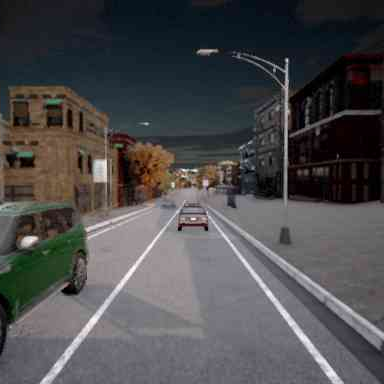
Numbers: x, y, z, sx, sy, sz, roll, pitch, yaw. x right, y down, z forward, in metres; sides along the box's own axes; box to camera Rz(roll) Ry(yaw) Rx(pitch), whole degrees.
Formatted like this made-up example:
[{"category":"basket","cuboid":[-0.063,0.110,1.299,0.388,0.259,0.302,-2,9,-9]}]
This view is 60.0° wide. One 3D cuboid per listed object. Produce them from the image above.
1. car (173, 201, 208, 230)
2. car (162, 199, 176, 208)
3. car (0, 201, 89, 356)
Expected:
[{"category":"car","cuboid":[0.062,1.551,20.993,2.033,1.411,5.357,0,0,0]},{"category":"car","cuboid":[-3.353,1.661,48.684,1.895,1.301,4.718,0,0,1]},{"category":"car","cuboid":[-3.529,1.218,5.796,2.150,2.045,5.566,0,0,0]}]
